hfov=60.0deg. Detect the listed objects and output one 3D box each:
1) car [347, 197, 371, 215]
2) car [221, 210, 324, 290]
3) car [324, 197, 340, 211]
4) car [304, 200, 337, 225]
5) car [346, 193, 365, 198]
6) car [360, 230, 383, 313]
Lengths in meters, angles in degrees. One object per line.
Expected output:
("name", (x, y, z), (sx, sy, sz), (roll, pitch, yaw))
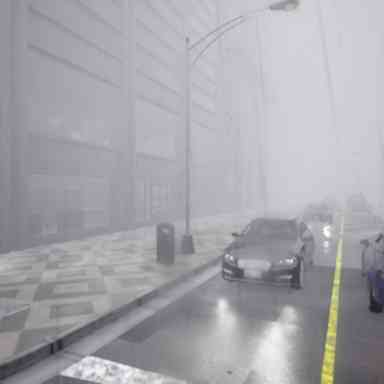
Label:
("car", (17.302, 1.527, 34.238), (2.033, 1.411, 5.357), (0, 0, 25))
("car", (2.330, 1.484, 9.339), (2.128, 1.511, 4.902), (0, 0, 25))
("car", (16.748, 1.380, 40.301), (2.097, 1.767, 4.553), (0, 0, 25))
("car", (9.242, 1.548, 24.278), (1.994, 1.385, 4.181), (0, 0, 25))
("car", (21.652, 1.196, 43.763), (2.150, 2.045, 5.566), (0, 0, 25))
("car", (4.696, 1.521, 7.061), (1.812, 1.442, 4.674), (0, 0, 25))
